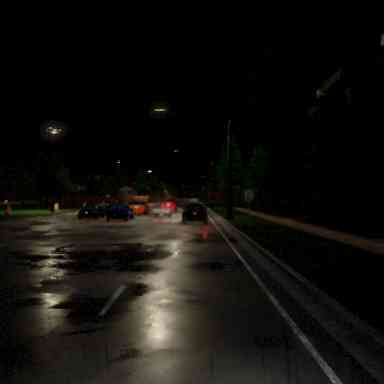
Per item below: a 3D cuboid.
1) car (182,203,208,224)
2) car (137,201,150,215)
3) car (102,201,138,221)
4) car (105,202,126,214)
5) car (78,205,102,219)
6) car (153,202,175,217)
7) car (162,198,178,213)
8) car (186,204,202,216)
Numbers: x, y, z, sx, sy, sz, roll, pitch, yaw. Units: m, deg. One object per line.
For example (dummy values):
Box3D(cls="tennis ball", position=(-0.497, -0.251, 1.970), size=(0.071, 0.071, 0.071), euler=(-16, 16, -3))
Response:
Box3D(cls="car", position=(0.228, 1.765, 28.580), size=(2.097, 1.767, 4.553), euler=(0, -1, 0))
Box3D(cls="car", position=(-6.748, 1.964, 43.029), size=(2.097, 1.767, 4.553), euler=(0, -1, 1))
Box3D(cls="car", position=(-6.778, 1.930, 31.883), size=(1.882, 1.535, 5.008), euler=(0, -1, 1))
Box3D(cls="car", position=(-10.195, 2.158, 44.687), size=(1.812, 1.442, 4.674), euler=(0, -1, 0))
Box3D(cls="car", position=(-10.246, 2.047, 34.338), size=(1.994, 1.385, 4.181), euler=(0, -1, 0))
Box3D(cls="car", position=(-3.231, 2.137, 37.433), size=(1.895, 1.301, 4.718), euler=(0, -1, 0))
Box3D(cls="car", position=(-3.190, 1.902, 47.474), size=(2.150, 2.045, 5.566), euler=(0, -1, 0))
Box3D(cls="car", position=(0.282, 2.192, 40.941), size=(1.895, 1.301, 4.718), euler=(0, -1, 0))
